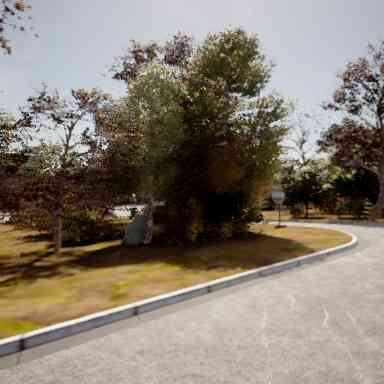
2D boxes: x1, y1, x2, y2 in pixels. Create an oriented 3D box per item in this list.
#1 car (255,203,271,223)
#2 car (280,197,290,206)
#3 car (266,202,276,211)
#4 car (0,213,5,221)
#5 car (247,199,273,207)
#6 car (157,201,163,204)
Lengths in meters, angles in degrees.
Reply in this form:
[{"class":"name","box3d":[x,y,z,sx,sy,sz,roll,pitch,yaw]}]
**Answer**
[{"class":"car","box3d":[3.984,1.865,27.599,1.994,1.385,4.181,3,-3,-42]},{"class":"car","box3d":[20.850,2.283,78.394,2.435,2.045,5.566,2,-2,-43]},{"class":"car","box3d":[11.180,2.619,53.928,1.895,1.301,4.718,3,-3,-43]},{"class":"car","box3d":[-22.866,2.687,38.069,2.002,1.452,4.674,-1,0,-42]},{"class":"car","box3d":[14.854,2.413,72.533,1.946,1.575,5.366,1,-1,-43]},{"class":"car","box3d":[-4.871,2.319,54.449,2.185,1.767,4.553,-1,0,-43]}]
